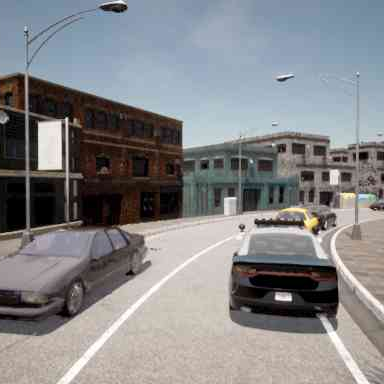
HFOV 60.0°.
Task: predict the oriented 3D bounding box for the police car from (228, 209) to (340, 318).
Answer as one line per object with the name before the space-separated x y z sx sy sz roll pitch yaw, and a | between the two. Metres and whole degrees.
police car | 2.003 1.428 7.706 1.930 1.638 5.238 0 0 13

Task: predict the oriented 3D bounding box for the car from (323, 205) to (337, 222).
car | 7.923 1.535 21.234 1.837 1.490 4.892 1 0 34

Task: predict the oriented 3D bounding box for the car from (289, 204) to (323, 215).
car | 5.186 1.470 16.560 1.801 1.575 5.366 1 0 26

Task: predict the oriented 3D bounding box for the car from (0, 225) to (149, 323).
car | -2.626 1.532 7.757 2.033 1.411 5.357 0 0 12

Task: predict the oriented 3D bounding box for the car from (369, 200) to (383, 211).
car | 24.271 1.665 41.354 5.357 1.411 2.033 1 1 -32
